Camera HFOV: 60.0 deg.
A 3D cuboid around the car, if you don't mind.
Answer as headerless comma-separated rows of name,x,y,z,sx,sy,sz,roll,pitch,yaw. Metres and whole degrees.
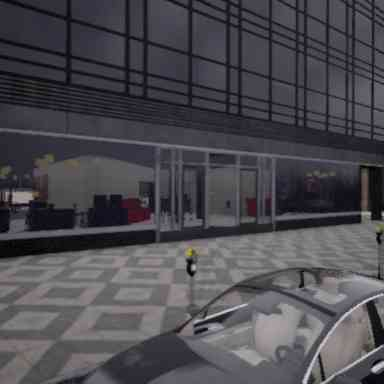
car,1.048,1.546,3.272,4.403,1.369,2.008,0,0,-35
